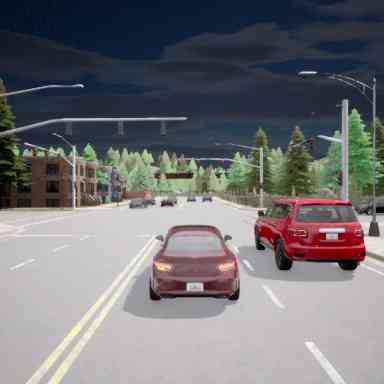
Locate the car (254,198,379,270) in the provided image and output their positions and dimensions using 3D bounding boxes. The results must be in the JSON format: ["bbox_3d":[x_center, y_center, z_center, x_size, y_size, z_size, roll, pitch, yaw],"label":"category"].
[{"bbox_3d":[3.558,1.221,11.107,2.150,2.045,5.566,0,0,0],"label":"car"}]

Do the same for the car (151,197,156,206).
[{"bbox_3d":[-7.175,1.547,55.938,2.033,1.411,5.357,0,0,0],"label":"car"}]

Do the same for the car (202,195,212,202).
[{"bbox_3d":[3.389,1.355,74.389,2.097,1.767,4.553,0,0,0],"label":"car"}]

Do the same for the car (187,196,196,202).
[{"bbox_3d":[-0.119,1.553,74.618,1.994,1.385,4.181,0,0,0],"label":"car"}]

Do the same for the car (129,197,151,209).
[{"bbox_3d":[-7.249,1.507,45.139,1.837,1.490,4.892,0,-1,3],"label":"car"}]

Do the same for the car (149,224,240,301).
[{"bbox_3d":[0.050,1.526,8.227,1.812,1.442,4.674,0,0,0],"label":"car"}]

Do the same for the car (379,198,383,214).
[{"bbox_3d":[18.275,1.352,32.491,4.553,1.767,2.097,0,0,0],"label":"car"}]

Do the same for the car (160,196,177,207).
[{"bbox_3d":[-3.649,1.601,49.972,1.895,1.301,4.718,0,0,0],"label":"car"}]
